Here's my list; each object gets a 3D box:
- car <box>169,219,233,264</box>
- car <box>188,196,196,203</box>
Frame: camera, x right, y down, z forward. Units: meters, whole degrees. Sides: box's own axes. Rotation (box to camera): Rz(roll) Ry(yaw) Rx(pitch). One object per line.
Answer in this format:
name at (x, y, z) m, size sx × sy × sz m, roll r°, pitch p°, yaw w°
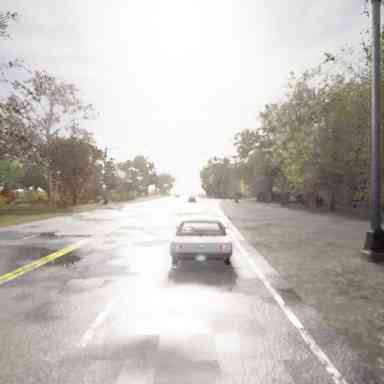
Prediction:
car at (0.318, 1.614, 11.812) m, size 1.895 × 1.301 × 4.718 m, roll 0°, pitch 0°, yaw 1°
car at (0.023, 1.639, 75.437) m, size 2.033 × 1.411 × 5.357 m, roll 0°, pitch 0°, yaw 0°
